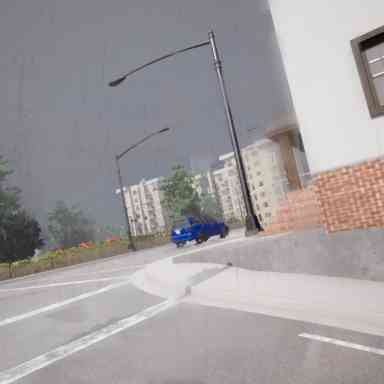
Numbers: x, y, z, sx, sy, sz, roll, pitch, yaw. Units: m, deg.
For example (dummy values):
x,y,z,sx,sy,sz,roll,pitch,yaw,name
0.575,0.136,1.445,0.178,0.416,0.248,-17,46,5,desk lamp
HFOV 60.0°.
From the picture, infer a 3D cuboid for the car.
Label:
x,y,z,sx,sy,sz,roll,pitch,yaw,name
0.602,2.891,25.446,2.150,2.045,5.566,-16,-8,35,car
